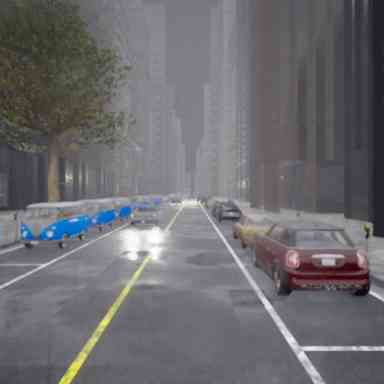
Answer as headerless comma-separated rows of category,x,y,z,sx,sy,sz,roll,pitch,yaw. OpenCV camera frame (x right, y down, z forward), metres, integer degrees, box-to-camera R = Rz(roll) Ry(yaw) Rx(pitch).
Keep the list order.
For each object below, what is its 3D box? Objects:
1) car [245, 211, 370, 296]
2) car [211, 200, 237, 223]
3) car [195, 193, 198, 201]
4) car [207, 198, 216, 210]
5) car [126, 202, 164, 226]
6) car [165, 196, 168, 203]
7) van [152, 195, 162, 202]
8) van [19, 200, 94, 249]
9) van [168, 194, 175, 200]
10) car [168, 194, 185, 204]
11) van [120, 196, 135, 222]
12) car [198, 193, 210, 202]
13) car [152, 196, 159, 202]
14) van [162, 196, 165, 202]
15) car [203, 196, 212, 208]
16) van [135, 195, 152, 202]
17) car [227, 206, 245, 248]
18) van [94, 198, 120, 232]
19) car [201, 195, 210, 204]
car,2.764,1.438,8.680,1.967,1.590,4.097,0,0,0
car,2.764,1.564,25.537,1.947,1.339,4.313,0,0,0
car,2.396,1.251,80.121,2.150,2.045,5.566,0,0,0
car,2.764,1.565,31.155,1.947,1.339,4.313,0,0,0
car,-3.100,1.599,23.399,1.895,1.301,4.718,0,0,0
car,-5.760,1.540,70.306,1.752,1.417,4.829,0,0,0
van,-5.760,1.344,48.003,1.690,1.788,3.998,0,0,0
van,-5.761,1.339,14.293,1.690,1.788,3.998,0,0,0
van,-5.760,1.376,92.951,1.690,1.788,3.998,0,0,0
car,-3.010,1.557,64.597,2.033,1.411,5.357,0,0,0
van,-5.761,1.339,25.530,1.690,1.788,3.998,0,0,0
car,2.765,1.326,64.869,2.192,1.841,5.009,0,0,0
car,-5.761,1.546,42.385,1.887,1.381,4.507,0,0,0
van,-5.760,1.346,53.622,1.690,1.788,3.998,0,0,0
car,2.764,1.527,42.563,1.752,1.417,4.829,0,0,0
van,-5.761,1.341,36.767,1.690,1.788,3.998,0,0,0
car,2.764,1.523,14.469,1.752,1.417,4.829,0,0,0
van,-5.761,1.339,19.911,1.690,1.788,3.998,0,0,0
car,2.764,1.569,48.012,1.947,1.339,4.313,0,0,0
